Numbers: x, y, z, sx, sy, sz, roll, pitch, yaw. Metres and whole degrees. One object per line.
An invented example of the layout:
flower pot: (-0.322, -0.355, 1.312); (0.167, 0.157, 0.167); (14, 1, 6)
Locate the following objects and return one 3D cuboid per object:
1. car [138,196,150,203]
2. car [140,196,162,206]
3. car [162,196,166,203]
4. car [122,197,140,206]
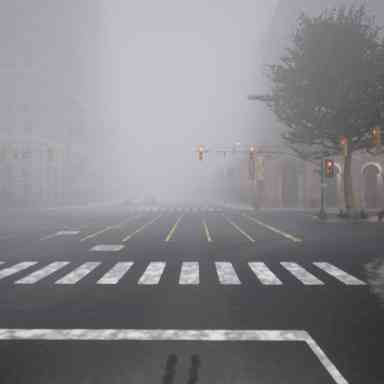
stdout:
car: (-9.936, 1.548, 68.793); (1.812, 1.442, 4.674); (0, 0, 1)
car: (-6.690, 1.509, 55.049); (2.128, 1.511, 4.902); (0, 0, 1)
car: (-6.432, 1.548, 68.992); (1.812, 1.442, 4.674); (0, 0, 1)
car: (-10.188, 1.565, 55.438); (2.033, 1.411, 5.357); (0, 0, 1)
